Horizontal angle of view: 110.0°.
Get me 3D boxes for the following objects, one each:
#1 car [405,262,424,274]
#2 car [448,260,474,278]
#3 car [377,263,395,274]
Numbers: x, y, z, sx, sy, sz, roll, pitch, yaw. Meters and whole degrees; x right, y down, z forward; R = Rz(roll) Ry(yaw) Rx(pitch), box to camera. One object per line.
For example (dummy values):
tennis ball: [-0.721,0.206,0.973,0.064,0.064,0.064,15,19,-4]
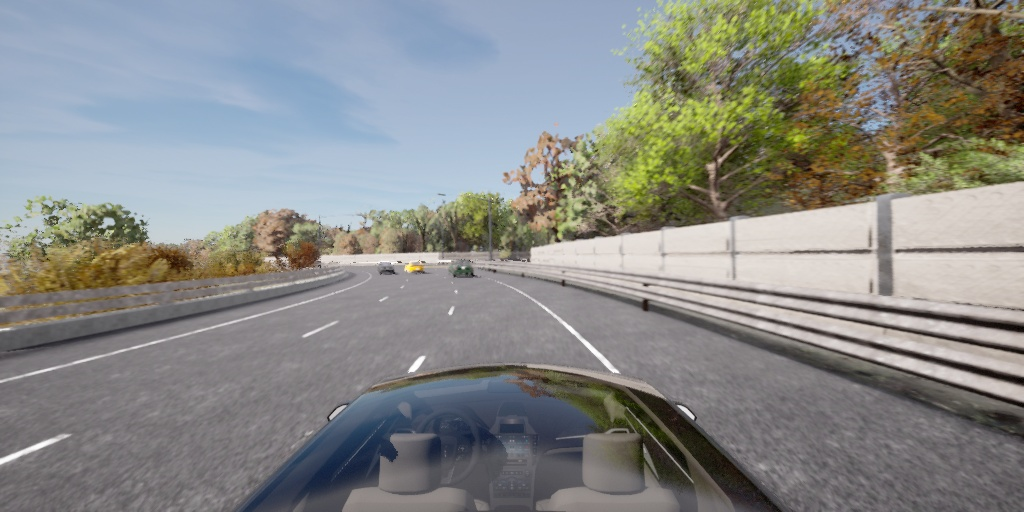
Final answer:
car: [-12.668,1.451,46.469,1.882,1.535,5.008,-1,0,-24]
car: [-5.284,1.195,36.553,2.097,1.767,4.553,-1,0,-17]
car: [-16.437,1.588,46.650,2.033,1.411,5.357,-1,0,-25]
